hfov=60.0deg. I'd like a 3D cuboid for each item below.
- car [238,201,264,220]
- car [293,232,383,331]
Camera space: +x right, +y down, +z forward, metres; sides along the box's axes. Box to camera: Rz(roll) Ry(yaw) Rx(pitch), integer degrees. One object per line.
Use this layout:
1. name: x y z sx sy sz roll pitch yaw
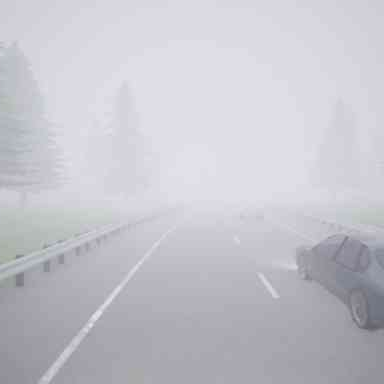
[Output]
1. car: 4.786 1.455 27.346 1.812 1.442 4.674 0 0 5
2. car: 3.648 1.530 6.750 2.033 1.411 5.357 0 0 1
